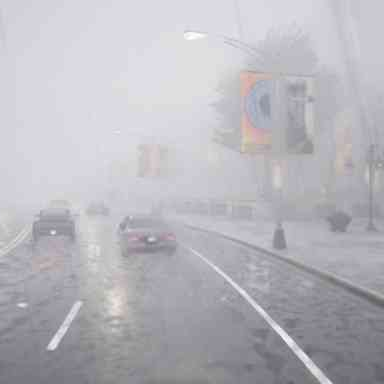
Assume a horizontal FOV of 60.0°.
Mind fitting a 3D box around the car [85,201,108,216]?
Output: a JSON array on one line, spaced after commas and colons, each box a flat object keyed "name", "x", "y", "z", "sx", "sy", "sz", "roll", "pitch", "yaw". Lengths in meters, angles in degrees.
[{"name": "car", "x": -9.678, "y": 1.644, "z": 33.666, "sx": 1.994, "sy": 1.385, "sz": 4.181, "roll": 0, "pitch": 0, "yaw": -22}]

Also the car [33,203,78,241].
[{"name": "car", "x": -7.002, "y": 1.558, "z": 17.158, "sx": 1.837, "sy": 1.490, "sz": 4.892, "roll": 0, "pitch": 0, "yaw": -19}]

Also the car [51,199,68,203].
[{"name": "car", "x": -12.757, "y": 1.449, "z": 31.938, "sx": 2.097, "sy": 1.767, "sz": 4.553, "roll": 0, "pitch": 0, "yaw": -22}]

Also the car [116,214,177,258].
[{"name": "car", "x": -1.921, "y": 1.567, "z": 13.059, "sx": 2.033, "sy": 1.411, "sz": 5.357, "roll": 0, "pitch": 0, "yaw": -15}]
